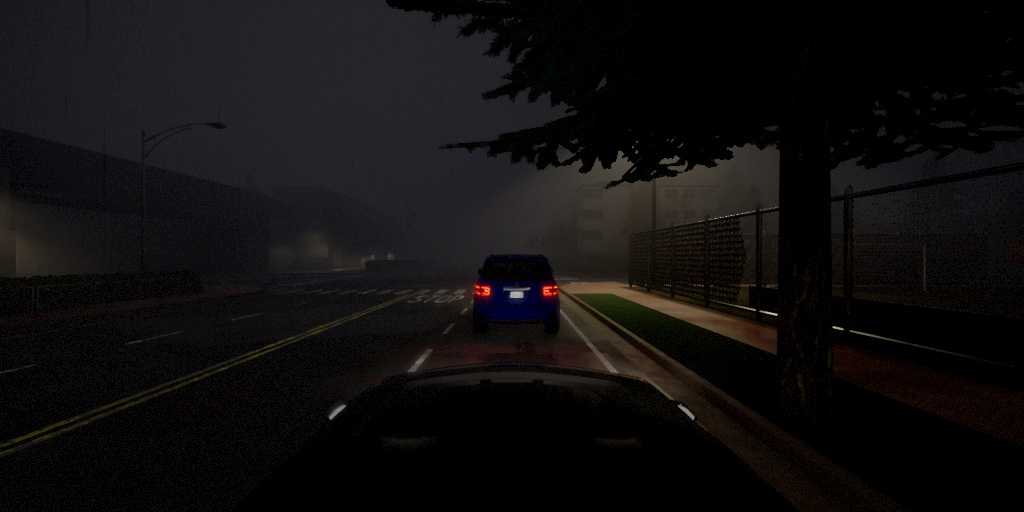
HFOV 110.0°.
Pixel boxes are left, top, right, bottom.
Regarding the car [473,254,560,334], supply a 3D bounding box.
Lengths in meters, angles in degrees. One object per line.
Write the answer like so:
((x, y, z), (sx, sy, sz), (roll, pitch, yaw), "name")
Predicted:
((0.116, 0.972, 10.798), (2.150, 2.045, 5.566), (0, 0, 0), "car")

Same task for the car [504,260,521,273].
((0.027, 1.242, 45.664), (2.128, 1.511, 4.902), (0, 0, 0), "car")
